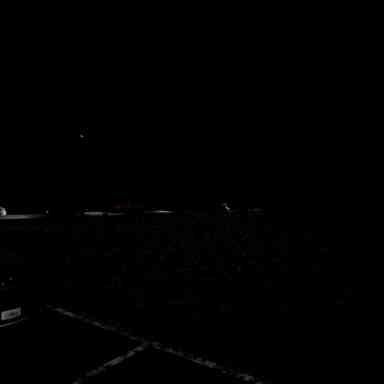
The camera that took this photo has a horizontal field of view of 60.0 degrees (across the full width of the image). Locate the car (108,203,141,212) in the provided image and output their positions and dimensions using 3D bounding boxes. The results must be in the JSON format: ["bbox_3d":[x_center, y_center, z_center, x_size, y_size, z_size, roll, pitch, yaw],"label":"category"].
[{"bbox_3d":[-10.097,2.298,50.056,1.895,1.301,4.718,0,-1,36],"label":"car"}]

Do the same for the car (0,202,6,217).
[{"bbox_3d":[-21.908,1.822,33.802,1.837,1.490,4.892,0,-1,36],"label":"car"}]

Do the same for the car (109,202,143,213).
[{"bbox_3d":[-8.936,2.121,46.127,1.882,1.535,5.008,0,-1,36],"label":"car"}]

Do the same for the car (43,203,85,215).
[{"bbox_3d":[-16.023,2.106,41.907,1.895,1.301,4.718,0,-1,36],"label":"car"}]

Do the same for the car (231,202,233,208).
[{"bbox_3d":[7.037,2.559,62.440,2.128,1.511,4.902,0,-1,36],"label":"car"}]

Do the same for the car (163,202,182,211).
[{"bbox_3d":[-2.450,2.400,54.995,2.033,1.411,5.357,0,-1,36],"label":"car"}]

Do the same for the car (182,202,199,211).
[{"bbox_3d":[1.152,2.366,54.249,2.128,1.511,4.902,0,-1,37],"label":"car"}]

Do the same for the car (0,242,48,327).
[{"bbox_3d":[-4.410,1.551,6.153,4.403,1.369,2.008,0,0,36],"label":"car"}]

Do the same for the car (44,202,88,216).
[{"bbox_3d":[-14.457,1.956,38.534,2.128,1.511,4.902,0,-1,36],"label":"car"}]

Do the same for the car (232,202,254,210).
[{"bbox_3d":[9.667,2.624,60.530,1.994,1.385,4.181,0,-1,36],"label":"car"}]

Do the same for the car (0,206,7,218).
[{"bbox_3d":[-19.880,1.817,31.031,1.812,1.442,4.674,0,-1,36],"label":"car"}]

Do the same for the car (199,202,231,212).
[{"bbox_3d":[3.627,2.367,52.123,1.837,1.490,4.892,0,-1,36],"label":"car"}]
